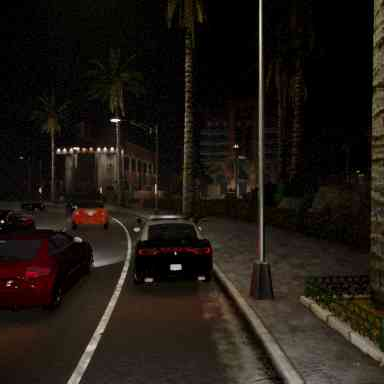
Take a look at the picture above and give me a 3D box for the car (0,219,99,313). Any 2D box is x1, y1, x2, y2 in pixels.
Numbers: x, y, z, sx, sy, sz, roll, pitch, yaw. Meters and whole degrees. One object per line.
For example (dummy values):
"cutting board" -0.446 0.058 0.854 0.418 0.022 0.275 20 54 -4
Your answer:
"car" -3.638 1.562 7.717 1.994 1.385 4.181 0 0 -5

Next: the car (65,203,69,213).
"car" -12.141 1.516 35.072 1.812 1.442 4.674 0 0 -29

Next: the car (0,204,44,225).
"car" -8.126 1.485 14.110 2.128 1.511 4.902 0 0 -11

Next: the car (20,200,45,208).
"car" -18.625 1.586 38.642 1.895 1.301 4.718 0 0 -38

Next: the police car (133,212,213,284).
"police car" -0.678 1.424 9.770 1.930 1.638 5.238 0 0 -7

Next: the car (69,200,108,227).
"car" -6.770 1.347 22.275 2.097 1.767 4.553 0 0 -16
